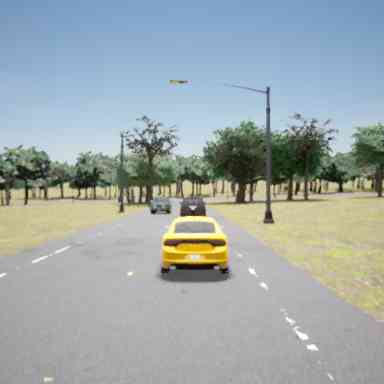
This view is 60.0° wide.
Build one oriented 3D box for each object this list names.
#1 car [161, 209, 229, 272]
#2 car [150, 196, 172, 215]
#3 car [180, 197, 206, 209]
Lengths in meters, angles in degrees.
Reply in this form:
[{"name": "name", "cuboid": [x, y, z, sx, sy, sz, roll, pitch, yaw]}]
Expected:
[{"name": "car", "cuboid": [0.083, 1.550, 11.032, 1.882, 1.535, 5.008, 0, -1, 0]}, {"name": "car", "cuboid": [-3.601, 1.550, 39.273, 2.150, 2.045, 5.566, 0, 0, 0]}, {"name": "car", "cuboid": [0.088, 1.459, 29.403, 2.150, 2.045, 5.566, 0, -1, 0]}]
